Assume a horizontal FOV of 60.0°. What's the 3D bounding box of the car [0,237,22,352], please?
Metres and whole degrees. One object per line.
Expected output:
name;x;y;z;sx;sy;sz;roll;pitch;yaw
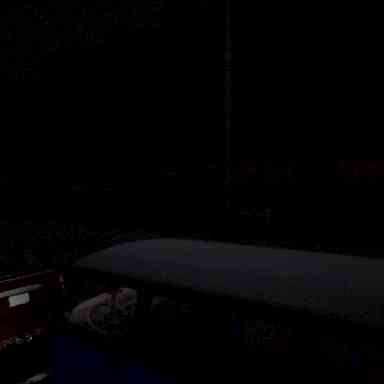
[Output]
car;-3.859;1.438;5.472;4.097;1.590;1.967;0;0;35

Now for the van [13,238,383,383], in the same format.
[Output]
van;0.643;1.333;2.356;3.998;1.788;1.690;0;0;35
